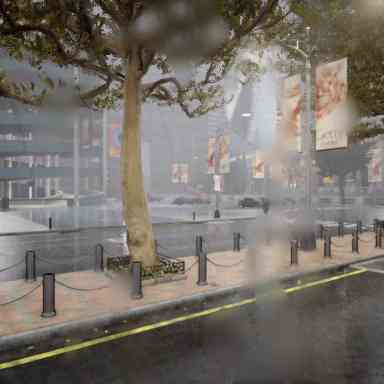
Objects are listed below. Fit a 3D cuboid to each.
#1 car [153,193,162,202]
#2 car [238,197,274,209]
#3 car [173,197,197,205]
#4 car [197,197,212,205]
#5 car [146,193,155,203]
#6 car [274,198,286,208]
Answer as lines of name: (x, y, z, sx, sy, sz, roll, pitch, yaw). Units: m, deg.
car: (-8.954, 1.225, 72.177, 5.566, 2.045, 2.150, 0, 0, 37)
car: (8.397, 1.505, 45.411, 1.837, 1.490, 4.892, 0, 0, -35)
car: (-1.592, 1.564, 59.296, 1.994, 1.385, 4.181, 0, 0, -37)
car: (1.726, 1.563, 60.717, 1.994, 1.385, 4.181, 0, 0, -37)
car: (-10.739, 1.525, 69.166, 4.902, 1.511, 2.128, 0, 0, 37)
car: (11.127, 1.477, 47.617, 1.882, 1.535, 5.008, 0, 0, -35)
